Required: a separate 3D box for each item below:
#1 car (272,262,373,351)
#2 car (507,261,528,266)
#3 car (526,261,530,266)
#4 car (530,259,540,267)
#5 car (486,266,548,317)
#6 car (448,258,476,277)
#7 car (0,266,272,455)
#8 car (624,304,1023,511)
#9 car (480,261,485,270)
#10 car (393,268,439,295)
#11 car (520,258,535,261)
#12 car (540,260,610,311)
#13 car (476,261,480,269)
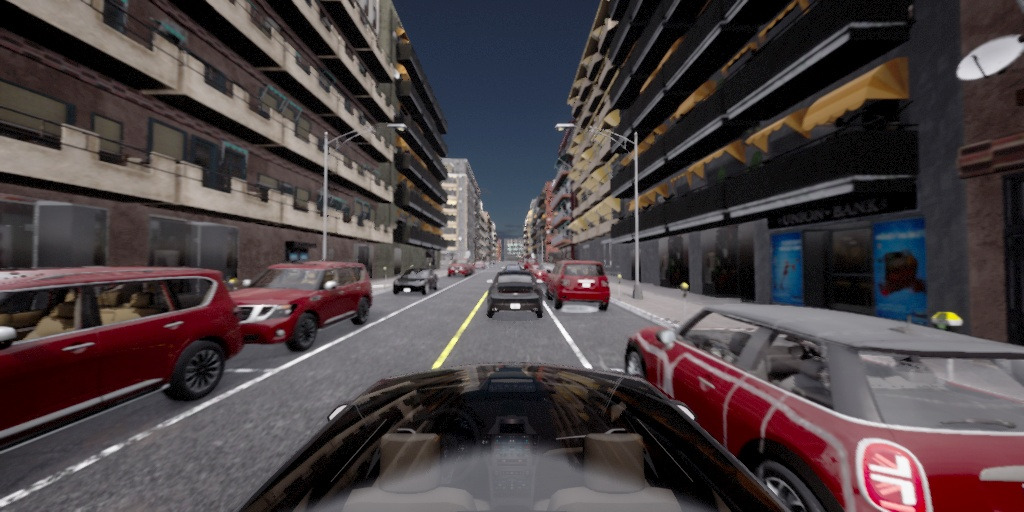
[{"bbox_3d":[-5.312,1.082,9.253,2.192,1.841,5.009,0,0,0],"label":"car"},{"bbox_3d":[0.106,1.397,30.790,1.994,1.385,4.181,0,0,0],"label":"car"},{"bbox_3d":[2.540,1.439,36.847,1.802,1.307,4.207,0,0,0],"label":"car"},{"bbox_3d":[2.538,1.255,25.785,1.967,1.591,4.097,0,0,0],"label":"car"},{"bbox_3d":[0.103,1.282,13.330,1.837,1.490,4.892,0,0,0],"label":"car"},{"bbox_3d":[-5.309,1.172,36.903,2.192,1.841,5.009,0,0,0],"label":"car"},{"bbox_3d":[-5.313,1.069,3.723,2.192,1.841,5.009,0,0,0],"label":"car"},{"bbox_3d":[2.577,1.194,3.661,1.967,1.591,4.097,0,0,0],"label":"car"},{"bbox_3d":[-5.306,1.547,59.028,1.802,1.307,4.207,0,0,0],"label":"car"},{"bbox_3d":[-5.311,1.363,20.315,1.948,1.339,4.313,0,0,0],"label":"car"},{"bbox_3d":[2.541,1.222,47.909,2.192,1.841,5.009,0,0,0],"label":"car"},{"bbox_3d":[2.537,1.096,14.722,2.192,1.841,5.009,0,0,0],"label":"car"},{"bbox_3d":[-5.308,1.426,42.435,1.888,1.381,4.507,0,0,0],"label":"car"}]
